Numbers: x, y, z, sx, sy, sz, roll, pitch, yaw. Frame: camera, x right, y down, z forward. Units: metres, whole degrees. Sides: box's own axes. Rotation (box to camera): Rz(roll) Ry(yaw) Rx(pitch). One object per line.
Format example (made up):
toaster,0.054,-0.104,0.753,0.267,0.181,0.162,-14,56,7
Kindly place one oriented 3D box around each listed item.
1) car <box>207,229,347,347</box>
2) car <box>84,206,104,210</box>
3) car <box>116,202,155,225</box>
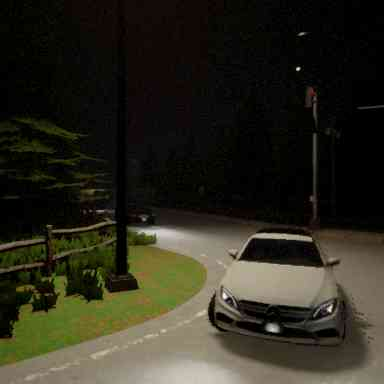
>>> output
car,1.810,1.523,6.616,1.812,1.442,4.674,1,1,18
car,-12.195,1.537,41.368,1.994,1.385,4.181,0,0,-24
car,-4.023,1.464,23.120,2.128,1.511,4.902,0,0,-25
